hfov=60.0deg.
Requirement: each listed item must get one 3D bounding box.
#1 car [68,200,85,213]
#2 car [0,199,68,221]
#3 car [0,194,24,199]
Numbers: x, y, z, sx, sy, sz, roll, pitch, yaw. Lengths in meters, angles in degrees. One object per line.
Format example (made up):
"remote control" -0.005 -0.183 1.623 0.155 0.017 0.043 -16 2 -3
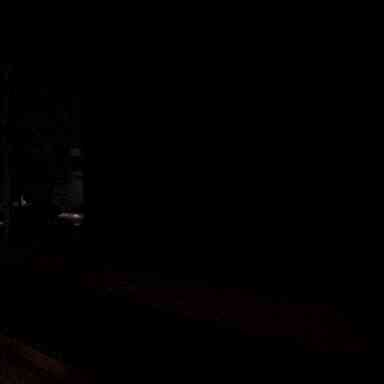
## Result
"car" -11.505 1.526 36.501 1.812 1.442 4.674 0 0 31
"car" -13.128 1.526 27.613 1.812 1.442 4.674 0 0 34
"car" -16.963 1.221 28.169 2.150 2.045 5.566 0 0 35
